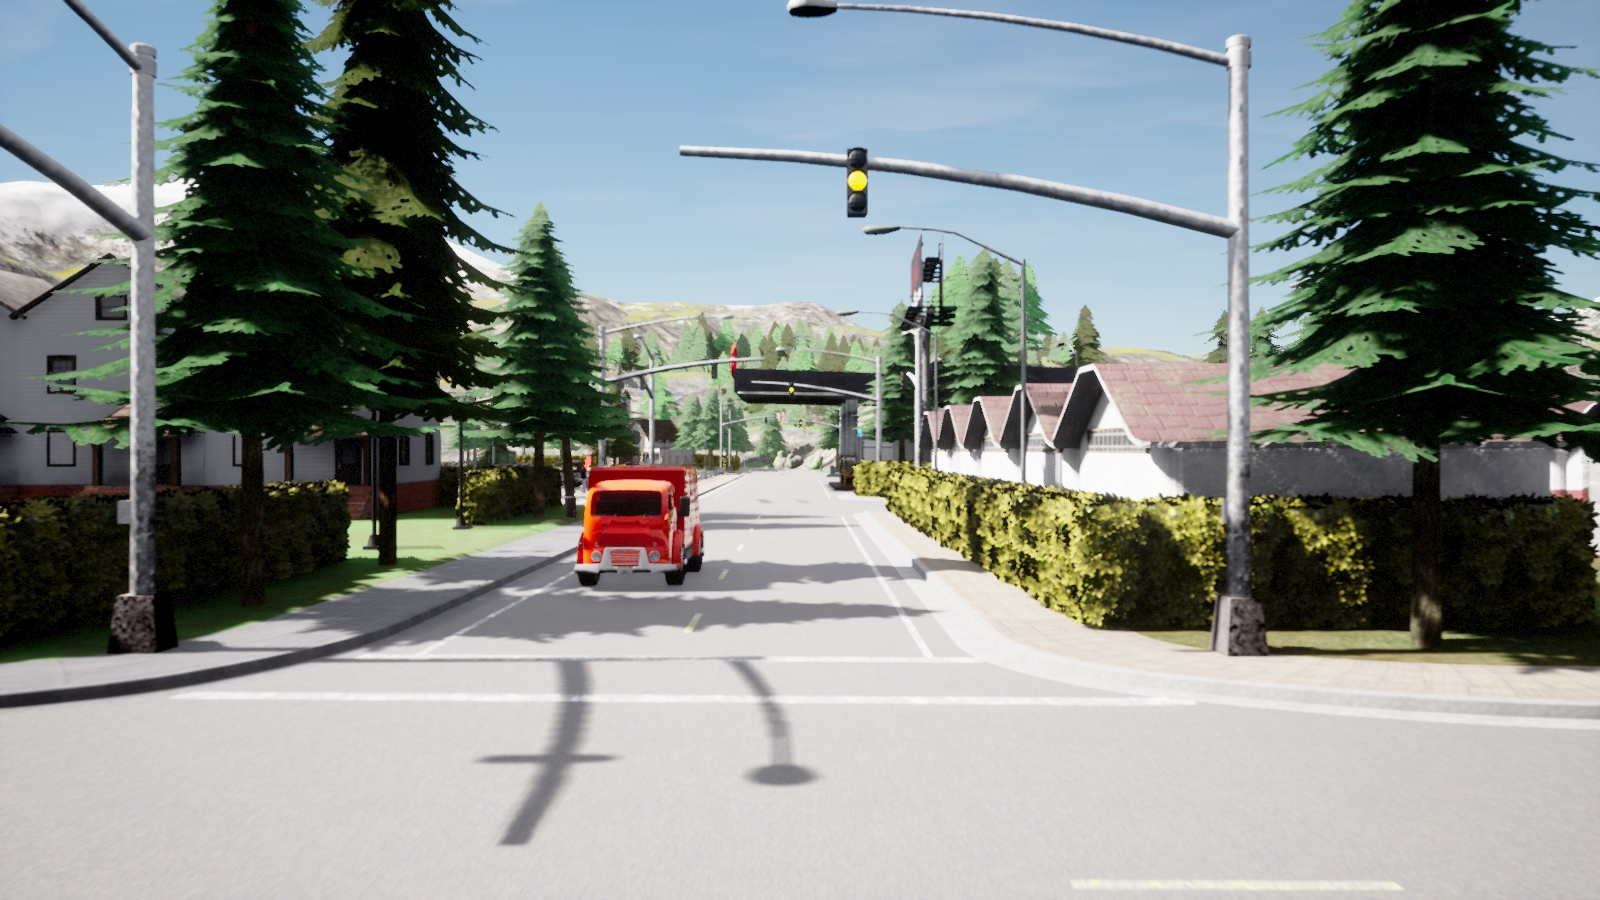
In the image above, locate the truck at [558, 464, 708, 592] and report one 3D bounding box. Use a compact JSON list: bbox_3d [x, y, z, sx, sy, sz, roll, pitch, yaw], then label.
[{"bbox_3d":[-3.513,1.584,25.268,2.627,2.467,5.204,0,0,-1],"label":"truck"}]
